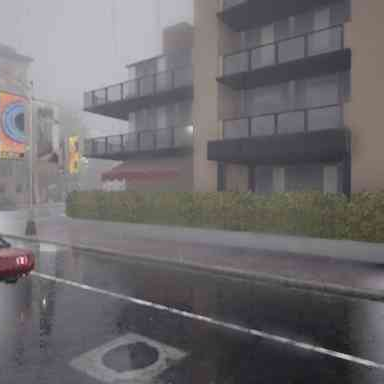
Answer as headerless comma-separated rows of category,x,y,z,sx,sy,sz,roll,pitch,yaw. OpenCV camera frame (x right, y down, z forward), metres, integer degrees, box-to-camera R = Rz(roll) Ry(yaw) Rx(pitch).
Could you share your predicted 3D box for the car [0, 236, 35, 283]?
car,-6.008,1.570,8.266,4.718,1.301,1.895,0,0,35
